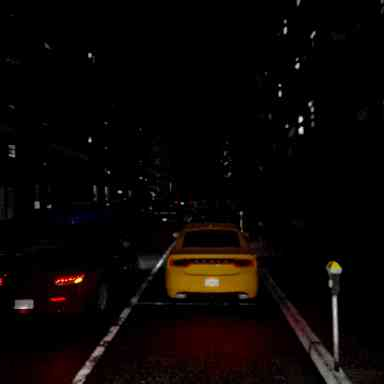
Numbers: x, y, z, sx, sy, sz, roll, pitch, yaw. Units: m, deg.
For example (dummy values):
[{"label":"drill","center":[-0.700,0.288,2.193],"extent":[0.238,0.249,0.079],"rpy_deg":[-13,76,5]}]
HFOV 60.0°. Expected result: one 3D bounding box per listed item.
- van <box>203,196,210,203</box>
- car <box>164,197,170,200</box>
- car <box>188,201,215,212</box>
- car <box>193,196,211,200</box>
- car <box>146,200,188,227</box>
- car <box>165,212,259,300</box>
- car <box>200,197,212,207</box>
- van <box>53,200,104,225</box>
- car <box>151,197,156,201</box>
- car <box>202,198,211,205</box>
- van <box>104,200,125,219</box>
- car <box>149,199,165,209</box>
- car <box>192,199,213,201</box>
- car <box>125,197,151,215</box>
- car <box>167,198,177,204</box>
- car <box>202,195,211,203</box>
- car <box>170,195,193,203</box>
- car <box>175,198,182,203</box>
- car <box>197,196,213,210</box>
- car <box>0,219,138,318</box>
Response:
[{"label":"van","center":[3.827,1.856,86.895],"extent":[1.690,1.788,3.998],"rpy_deg":[1,0,3]},{"label":"car","center":[-3.421,1.868,46.926],"extent":[2.033,1.411,5.357],"rpy_deg":[-1,0,3]},{"label":"car","center":[0.908,1.659,26.121],"extent":[1.887,1.381,4.507],"rpy_deg":[1,0,3]},{"label":"car","center":[1.453,1.612,37.170],"extent":[1.967,1.590,4.097],"rpy_deg":[1,0,3]},{"label":"car","center":[-1.675,1.618,24.156],"extent":[2.128,1.511,4.902],"rpy_deg":[-1,0,3]},{"label":"car","center":[0.485,1.510,8.550],"extent":[1.882,1.535,5.008],"rpy_deg":[-1,0,3]},{"label":"car","center":[2.485,1.746,59.270],"extent":[1.967,1.590,4.097],"rpy_deg":[1,0,3]},{"label":"van","center":[-7.225,1.504,21.040],"extent":[1.690,1.788,3.998],"rpy_deg":[1,0,3]},{"label":"car","center":[-6.152,1.595,43.136],"extent":[2.192,1.841,5.009],"rpy_deg":[1,0,3]},{"label":"car","center":[3.020,1.965,70.319],"extent":[1.802,1.307,4.206],"rpy_deg":[1,0,3]},{"label":"van","center":[-6.957,1.531,26.565],"extent":[1.690,1.788,3.998],"rpy_deg":[1,0,3]},{"label":"car","center":[-5.619,1.911,54.184],"extent":[1.947,1.339,4.313],"rpy_deg":[1,0,3]},{"label":"car","center":[1.176,1.687,31.644],"extent":[1.887,1.381,4.507],"rpy_deg":[1,0,3]},{"label":"car","center":[-6.420,1.564,37.613],"extent":[2.192,1.841,5.009],"rpy_deg":[1,0,3]},{"label":"car","center":[-4.546,2.046,76.279],"extent":[1.887,1.381,4.507],"rpy_deg":[1,0,3]},{"label":"car","center":[3.559,1.784,81.370],"extent":[2.192,1.841,5.009],"rpy_deg":[1,0,3]},{"label":"car","center":[-0.970,1.437,40.745],"extent":[2.150,2.045,5.566],"rpy_deg":[-1,0,3]},{"label":"car","center":[-3.741,2.221,92.852],"extent":[1.802,1.307,4.206],"rpy_deg":[1,0,3]},{"label":"car","center":[1.950,1.550,48.221],"extent":[2.192,1.841,5.009],"rpy_deg":[1,0,3]},{"label":"car","center":[-2.501,1.581,7.454],"extent":[1.812,1.442,4.674],"rpy_deg":[-1,0,3]}]
